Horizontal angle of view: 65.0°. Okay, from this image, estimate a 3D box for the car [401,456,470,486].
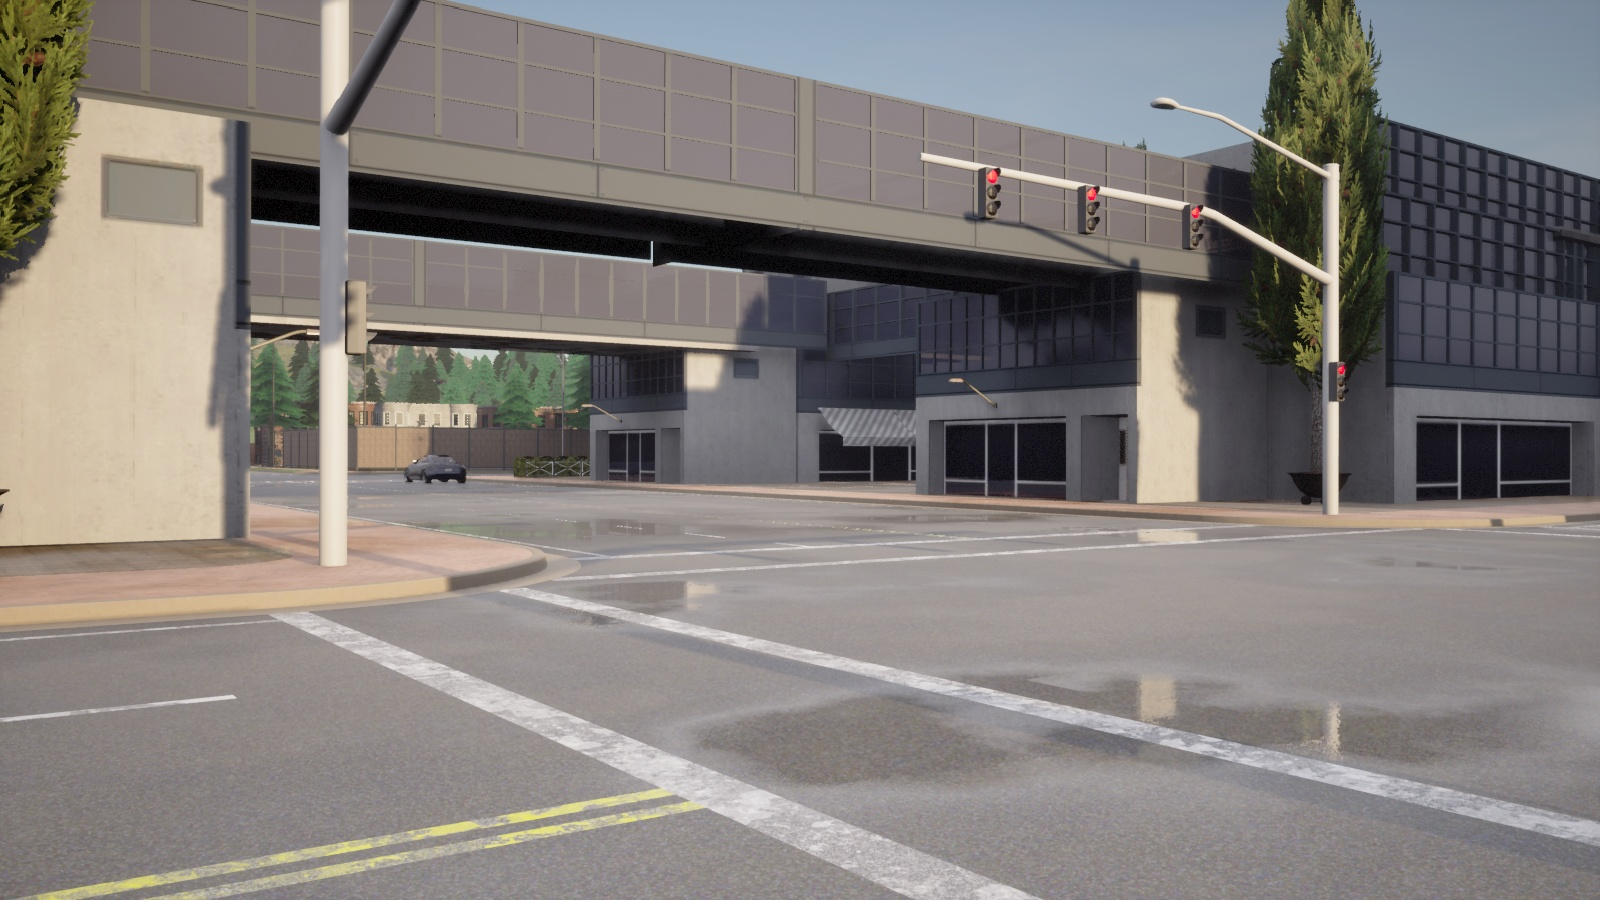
[{"bbox_3d":[-17.685,0.994,60.801,1.994,1.385,4.181,0,0,-34],"label":"car"}]
